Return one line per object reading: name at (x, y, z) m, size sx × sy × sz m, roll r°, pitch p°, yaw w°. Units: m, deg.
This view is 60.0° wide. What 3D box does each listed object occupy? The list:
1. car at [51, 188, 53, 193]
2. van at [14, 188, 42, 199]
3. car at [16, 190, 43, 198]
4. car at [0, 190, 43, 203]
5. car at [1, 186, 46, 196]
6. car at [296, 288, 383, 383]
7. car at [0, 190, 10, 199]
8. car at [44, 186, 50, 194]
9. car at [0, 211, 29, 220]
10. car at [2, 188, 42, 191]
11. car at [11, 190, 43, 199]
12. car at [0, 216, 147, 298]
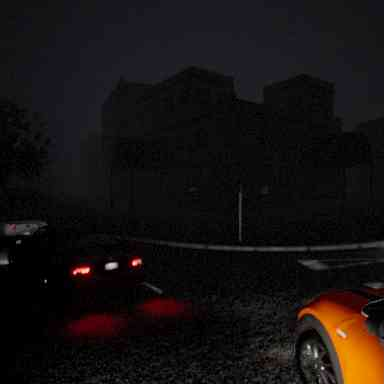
car at (-38.425, -0.458, 84.519) m, size 5.566 × 2.045 × 2.435 m, roll 0°, pitch 1°, yaw -16°
van at (-30.144, 0.285, 61.266) m, size 4.442 × 1.987 × 1.878 m, roll 0°, pitch 2°, yaw -22°
car at (-32.241, 0.400, 66.314) m, size 4.674 × 1.452 × 2.002 m, roll 0°, pitch 2°, yaw -20°
car at (-23.817, 0.909, 46.244) m, size 4.892 × 1.521 × 2.231 m, roll 0°, pitch 1°, yaw -24°
car at (-27.104, 0.466, 53.810) m, size 5.566 × 2.045 × 2.435 m, roll 0°, pitch 1°, yaw -23°
car at (2.511, 1.350, 2.312) m, size 2.097 × 1.767 × 4.553 m, roll 0°, pitch 0°, yaw -7°
car at (-36.081, 0.454, 62.942) m, size 2.128 × 1.511 × 4.902 m, roll 0°, pitch 2°, yaw -20°
car at (-35.035, 0.120, 74.010) m, size 4.892 × 1.521 × 2.231 m, roll 0°, pitch 2°, yaw -19°
car at (-9.296, 1.592, 16.303) m, size 4.718 × 1.301 × 1.895 m, roll 0°, pitch 0°, yaw 35°
car at (-24.888, 0.720, 48.779) m, size 4.553 × 1.767 × 2.185 m, roll 0°, pitch 1°, yaw -24°
car at (-31.436, 0.432, 63.699) m, size 5.366 × 1.575 × 1.946 m, roll 0°, pitch 2°, yaw -21°
car at (-3.234, 1.544, 8.664) m, size 2.033 × 1.411 × 5.357 m, roll 0°, pitch 0°, yaw -40°
